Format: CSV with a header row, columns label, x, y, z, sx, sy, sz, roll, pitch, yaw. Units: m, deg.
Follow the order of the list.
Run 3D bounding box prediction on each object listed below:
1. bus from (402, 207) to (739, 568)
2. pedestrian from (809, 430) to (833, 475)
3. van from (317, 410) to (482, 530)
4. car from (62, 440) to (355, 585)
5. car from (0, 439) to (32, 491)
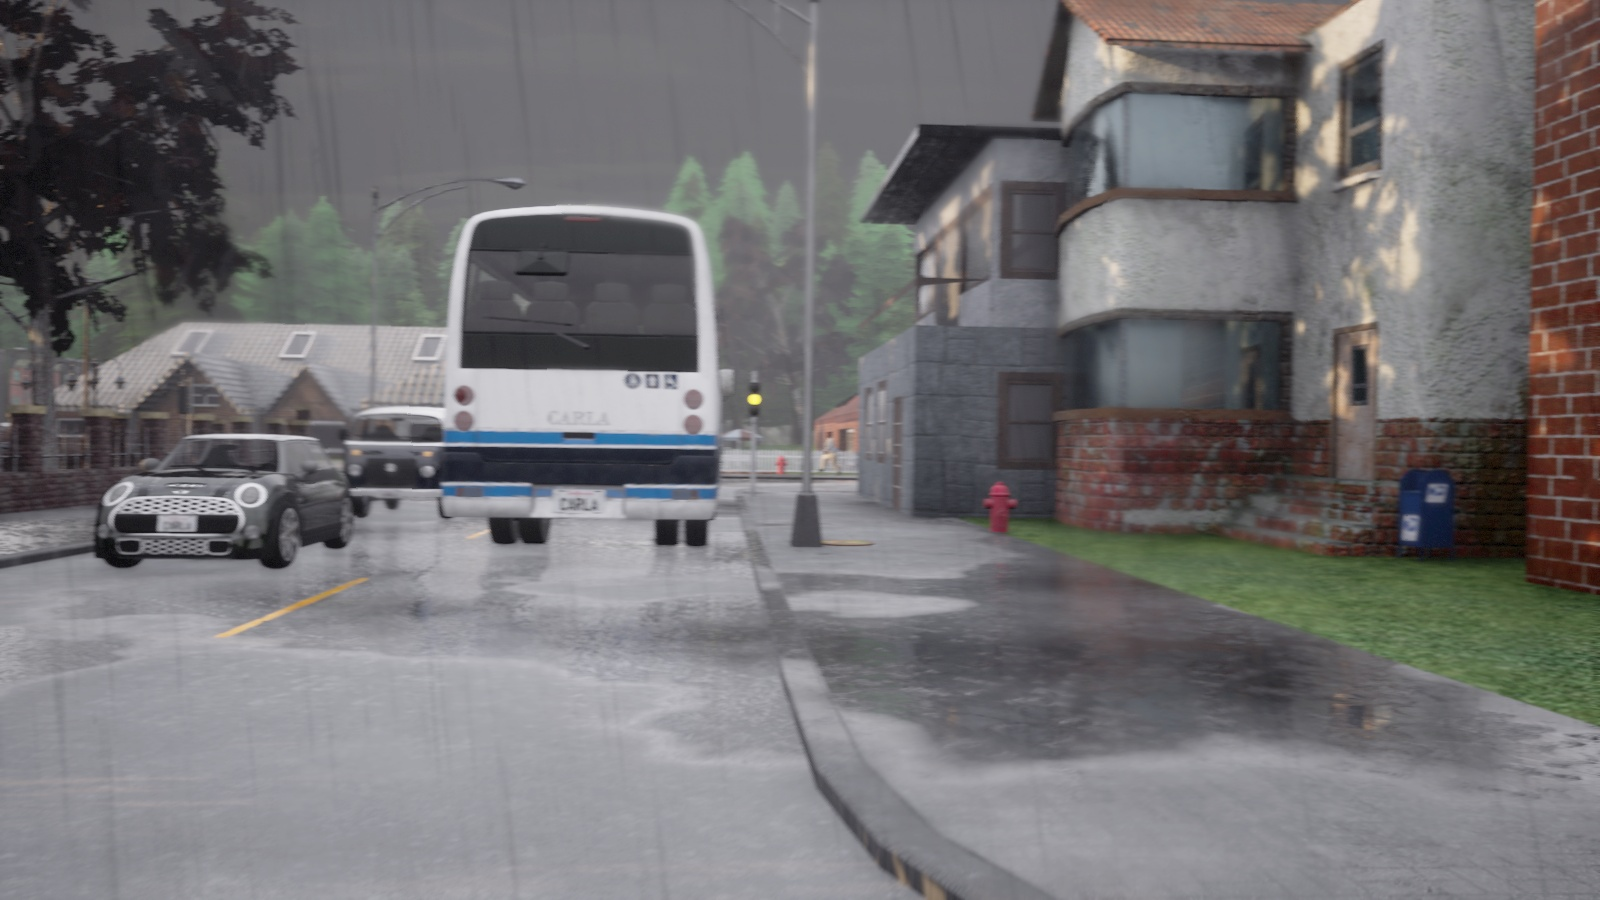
label,x,y,z,sx,sy,sz,roll,pitch,yaw
bus,-3.041,-0.765,20.050,3.944,4.253,10.273,0,0,-4
pedestrian,0.869,0.093,51.997,0.900,1.855,0.874,0,0,-6
van,-7.364,0.325,23.598,2.069,2.038,4.480,0,0,-6
car,-6.736,0.624,14.798,1.970,1.475,3.806,0,0,-6
car,-28.106,0.484,40.919,4.856,1.649,2.033,0,0,-6
